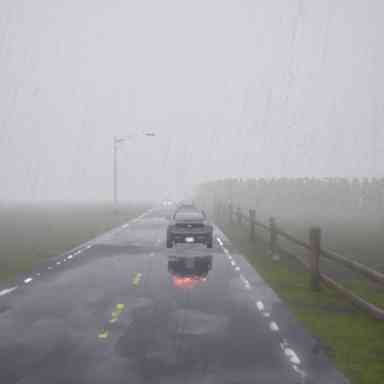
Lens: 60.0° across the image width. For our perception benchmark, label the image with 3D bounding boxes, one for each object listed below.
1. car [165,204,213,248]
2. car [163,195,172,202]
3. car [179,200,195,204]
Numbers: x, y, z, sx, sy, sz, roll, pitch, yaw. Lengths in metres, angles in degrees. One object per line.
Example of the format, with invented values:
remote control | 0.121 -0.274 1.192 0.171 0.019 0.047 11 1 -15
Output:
car | -0.113 1.512 14.704 1.837 1.490 4.892 0 0 -1
car | -5.700 1.531 76.569 2.128 1.511 4.902 0 0 -4
car | -0.449 1.513 29.722 1.837 1.490 4.892 0 0 -2
